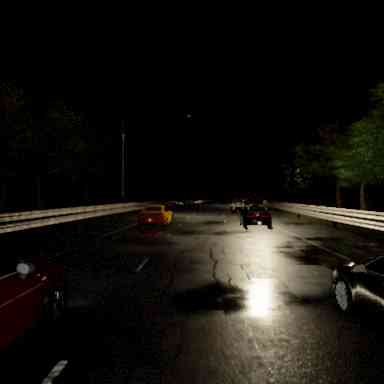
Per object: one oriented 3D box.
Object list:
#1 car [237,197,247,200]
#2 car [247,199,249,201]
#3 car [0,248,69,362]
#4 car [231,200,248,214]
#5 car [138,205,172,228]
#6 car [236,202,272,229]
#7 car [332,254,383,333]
[{"bbox_3d":[10.438,2.510,73.247,1.882,1.535,5.008,0,-1,11],"label":"car"},{"bbox_3d":[12.574,2.743,83.816,2.128,1.511,4.902,0,-1,12],"label":"car"},{"bbox_3d":[-3.328,1.374,4.284,2.097,1.767,4.553,0,0,1],"label":"car"},{"bbox_3d":[5.742,2.028,41.330,1.895,1.301,4.718,0,-1,6],"label":"car"},{"bbox_3d":[-2.588,1.700,24.091,1.882,1.535,5.008,0,-1,3],"label":"car"},{"bbox_3d":[4.374,1.721,23.264,1.837,1.490,4.892,0,-1,3],"label":"car"},{"bbox_3d":[3.673,1.534,4.696,1.837,1.490,4.892,0,0,1],"label":"car"}]
